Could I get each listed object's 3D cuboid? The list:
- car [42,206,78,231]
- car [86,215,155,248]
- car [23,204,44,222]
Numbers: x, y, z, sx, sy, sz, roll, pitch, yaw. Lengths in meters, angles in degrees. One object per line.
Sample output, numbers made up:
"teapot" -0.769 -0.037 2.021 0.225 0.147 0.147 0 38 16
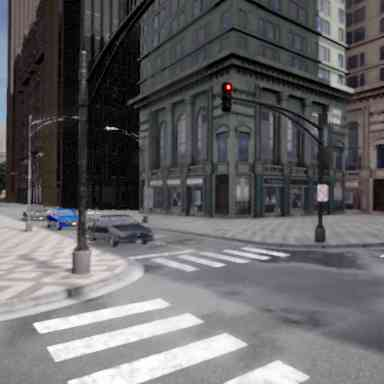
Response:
"car" -9.720 2.008 25.478 1.882 1.535 5.008 1 -1 -35
"car" -3.890 1.902 17.224 2.033 1.411 5.357 1 -1 -35
"car" -16.169 2.078 34.614 2.097 1.767 4.553 1 -1 -35
